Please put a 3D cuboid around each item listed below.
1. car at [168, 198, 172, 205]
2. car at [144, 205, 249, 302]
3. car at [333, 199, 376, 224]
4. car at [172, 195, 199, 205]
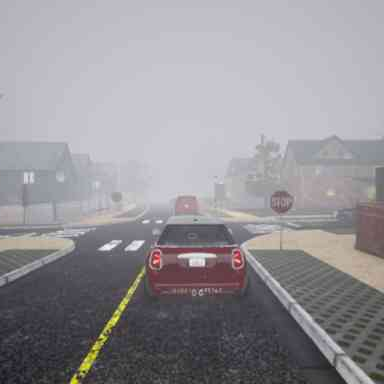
[{"bbox_3d":[-3.273,1.823,60.597,1.882,1.535,5.008,0,0,-9],"label":"car"},{"bbox_3d":[0.024,1.368,8.467,2.097,1.767,4.553,0,0,-2],"label":"car"},{"bbox_3d":[11.685,1.226,21.468,4.902,1.511,2.128,-1,-1,0],"label":"car"},{"bbox_3d":[-0.496,1.349,31.759,2.150,2.045,5.566,0,0,-1],"label":"car"}]
